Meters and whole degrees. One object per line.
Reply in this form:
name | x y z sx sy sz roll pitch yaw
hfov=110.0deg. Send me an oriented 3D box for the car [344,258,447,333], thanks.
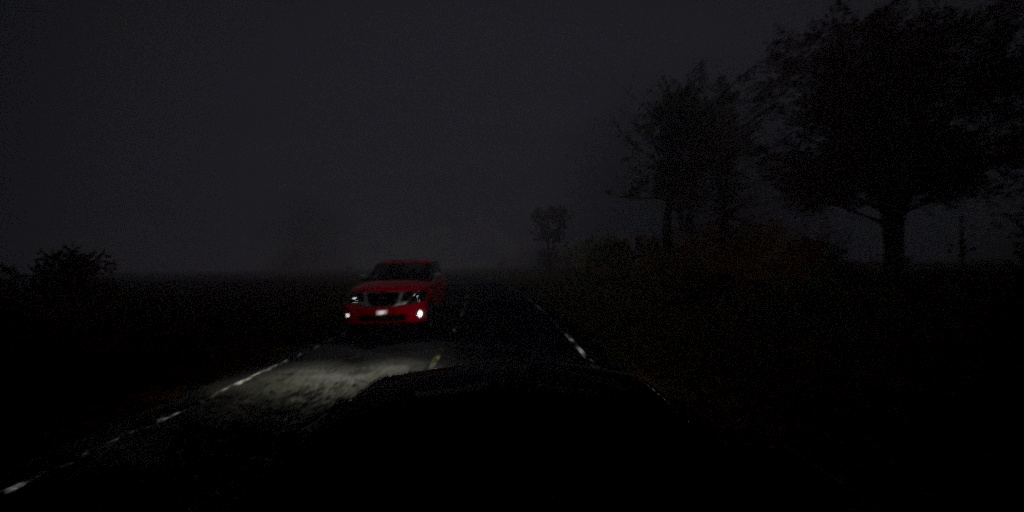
car | -3.426 1.092 11.703 2.150 2.045 5.566 -1 -1 -4
